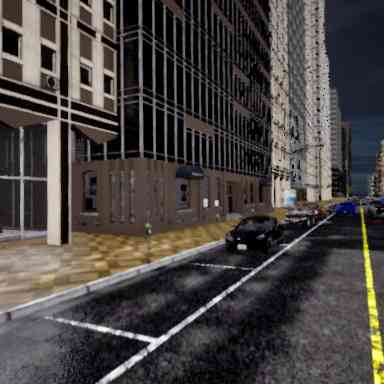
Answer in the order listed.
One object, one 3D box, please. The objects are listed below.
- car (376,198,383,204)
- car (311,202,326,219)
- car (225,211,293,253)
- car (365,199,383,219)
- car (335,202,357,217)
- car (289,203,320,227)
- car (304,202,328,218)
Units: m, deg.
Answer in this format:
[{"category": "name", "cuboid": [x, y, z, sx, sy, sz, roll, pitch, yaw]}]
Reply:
[{"category": "car", "cuboid": [43.417, 2.134, 76.332, 1.947, 1.339, 4.313, -1, -1, 27]}, {"category": "car", "cuboid": [10.502, 1.716, 29.672, 1.967, 1.590, 4.097, -1, -1, 27]}, {"category": "car", "cuboid": [2.874, 1.724, 14.538, 1.947, 1.339, 4.313, -1, -1, 27]}, {"category": "car", "cuboid": [17.671, 1.711, 31.048, 2.128, 1.511, 4.902, -1, -1, 27]}, {"category": "car", "cuboid": [16.574, 1.771, 35.807, 1.882, 1.535, 5.008, -1, -1, 27]}, {"category": "car", "cuboid": [7.960, 1.786, 24.625, 2.008, 1.369, 4.403, -1, -1, 27]}, {"category": "car", "cuboid": [12.969, 1.840, 34.561, 1.752, 1.417, 4.829, -1, -1, 27]}]
